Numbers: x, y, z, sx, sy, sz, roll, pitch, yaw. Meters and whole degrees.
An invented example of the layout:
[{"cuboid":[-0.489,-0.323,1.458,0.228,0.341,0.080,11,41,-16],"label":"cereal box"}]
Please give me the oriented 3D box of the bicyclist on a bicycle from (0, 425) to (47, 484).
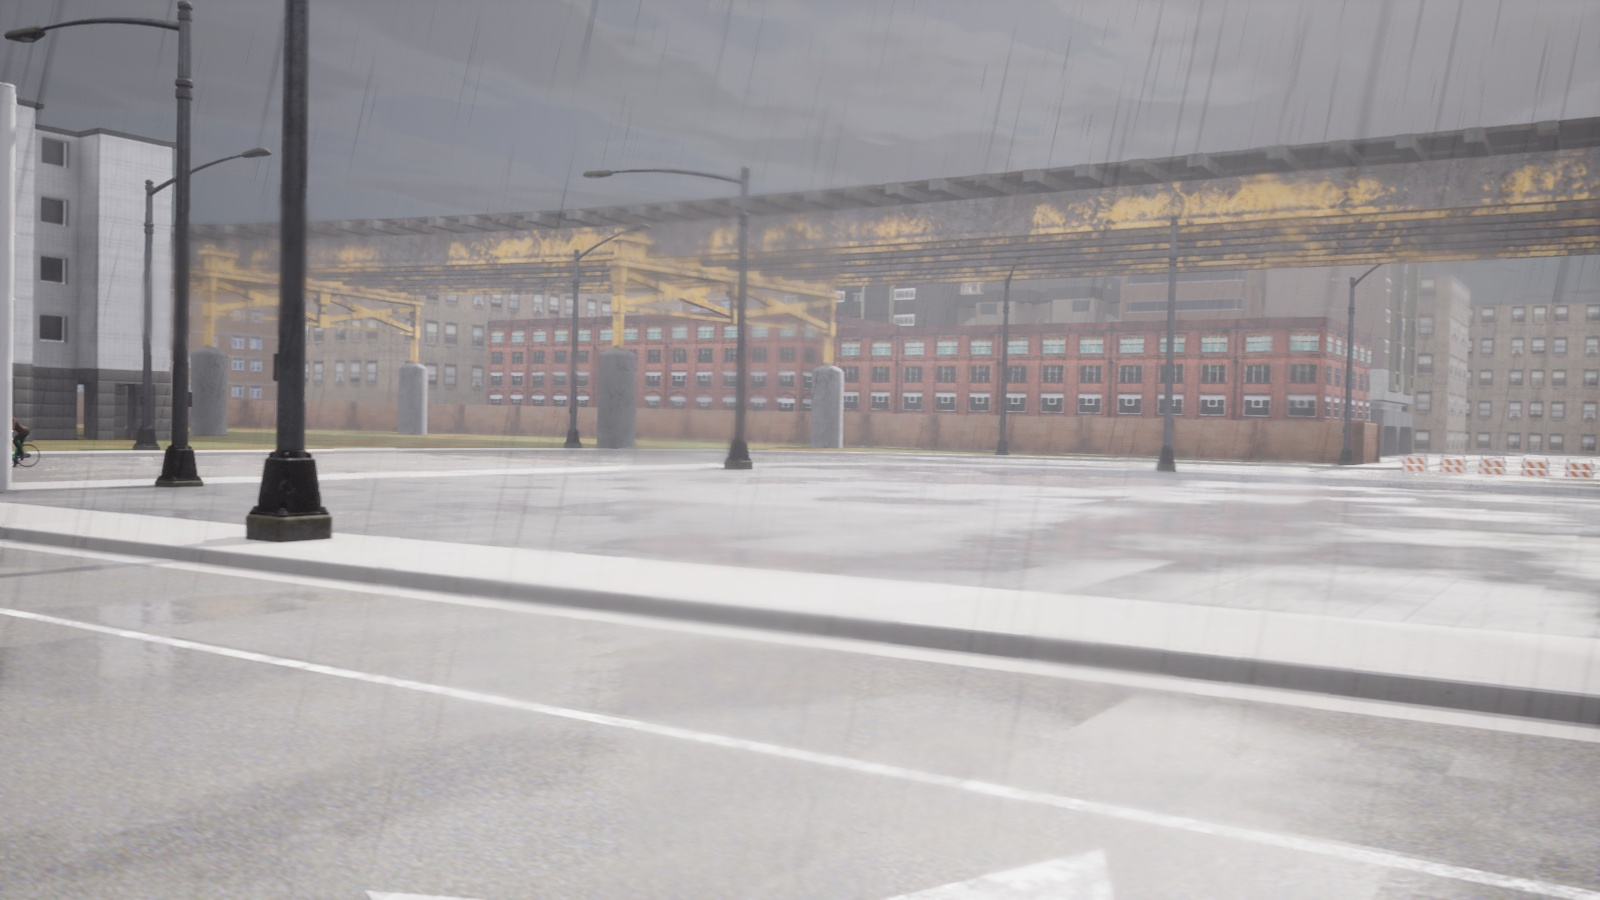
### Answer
[{"cuboid":[-22.495,0.118,35.786,0.582,1.620,1.656,1,2,32],"label":"bicyclist on a bicycle"}]
